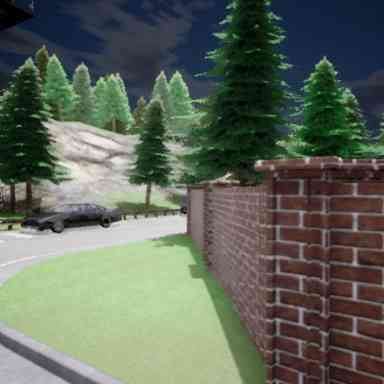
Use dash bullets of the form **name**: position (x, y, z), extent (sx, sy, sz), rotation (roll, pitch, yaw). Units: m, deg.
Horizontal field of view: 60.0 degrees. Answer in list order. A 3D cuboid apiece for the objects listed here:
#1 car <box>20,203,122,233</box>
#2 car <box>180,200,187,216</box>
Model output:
- **car**: position (-6.249, 1.302, 18.011), extent (2.033, 1.411, 5.357), rotation (0, 0, 34)
- **car**: position (1.286, 0.976, 28.971), extent (2.150, 2.045, 5.566), rotation (0, 0, 35)
